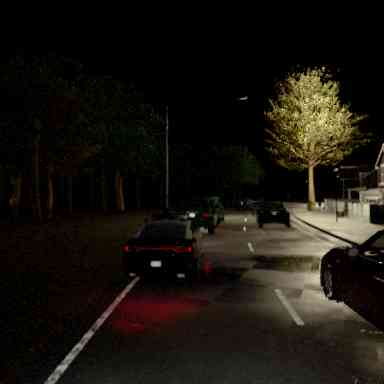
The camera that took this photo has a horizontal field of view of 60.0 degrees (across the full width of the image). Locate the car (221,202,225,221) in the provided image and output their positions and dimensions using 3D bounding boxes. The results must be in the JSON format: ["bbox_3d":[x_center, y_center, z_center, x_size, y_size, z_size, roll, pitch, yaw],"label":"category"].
[{"bbox_3d":[1.299,1.364,26.038,2.150,2.045,5.566,0,0,10],"label":"car"}]

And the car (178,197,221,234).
[{"bbox_3d":[0.374,1.332,20.137,2.150,2.045,5.566,0,0,8],"label":"car"}]

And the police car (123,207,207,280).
[{"bbox_3d":[-0.656,1.481,10.317,1.930,1.638,5.238,0,0,4],"label":"police car"}]

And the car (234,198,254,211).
[{"bbox_3d":[7.225,1.594,45.725,2.097,1.767,4.553,0,0,19],"label":"car"}]

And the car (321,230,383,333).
[{"bbox_3d":[3.834,1.383,5.527,2.097,1.767,4.553,0,0,2],"label":"car"}]

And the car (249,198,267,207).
[{"bbox_3d":[11.639,1.848,58.165,2.128,1.511,4.902,0,-1,23],"label":"car"}]

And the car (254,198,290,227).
[{"bbox_3d":[5.781,1.479,24.032,2.097,1.767,4.553,0,0,9],"label":"car"}]
